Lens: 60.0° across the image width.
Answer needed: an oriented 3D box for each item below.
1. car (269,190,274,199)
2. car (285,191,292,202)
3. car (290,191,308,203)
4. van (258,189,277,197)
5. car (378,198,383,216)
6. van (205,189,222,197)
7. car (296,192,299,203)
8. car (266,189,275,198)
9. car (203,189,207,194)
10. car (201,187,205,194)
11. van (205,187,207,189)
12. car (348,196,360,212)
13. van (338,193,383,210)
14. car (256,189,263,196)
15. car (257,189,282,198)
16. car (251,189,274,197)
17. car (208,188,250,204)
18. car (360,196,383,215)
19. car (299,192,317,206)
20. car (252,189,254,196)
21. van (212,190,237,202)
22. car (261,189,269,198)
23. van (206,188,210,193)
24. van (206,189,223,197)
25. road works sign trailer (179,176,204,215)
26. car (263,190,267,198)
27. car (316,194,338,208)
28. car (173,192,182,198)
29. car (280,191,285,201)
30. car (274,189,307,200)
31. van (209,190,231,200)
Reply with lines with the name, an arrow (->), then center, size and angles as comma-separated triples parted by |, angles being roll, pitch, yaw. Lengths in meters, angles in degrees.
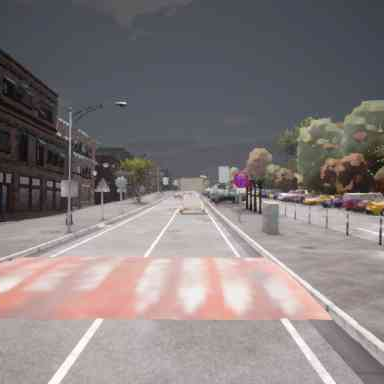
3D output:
car -> 18.789, 0.848, 66.956 | 5.008, 1.535, 2.097 | 0, 1, 0
car -> 18.815, 1.016, 55.853 | 5.008, 1.535, 2.097 | 0, 1, 0
car -> 18.820, 1.058, 53.077 | 4.892, 1.521, 2.231 | 0, 1, 0
van -> 18.888, 0.296, 83.608 | 4.442, 1.987, 1.878 | 0, 1, 0
car -> 18.845, 1.472, 28.101 | 4.674, 1.452, 2.002 | 0, 1, 0
van -> 5.802, 0.181, 88.631 | 4.442, 1.987, 1.878 | 0, 1, 0
car -> 18.846, 1.128, 50.303 | 4.792, 1.488, 2.163 | 0, 1, 0
car -> 18.975, 0.798, 69.733 | 5.366, 1.575, 1.946 | 0, 1, 0
car -> 5.707, 0.656, 77.423 | 4.892, 1.521, 2.231 | 0, 1, 0
car -> 5.665, 0.283, 83.024 | 5.566, 2.045, 2.435 | 0, 1, 0
van -> 5.813, 0.372, 80.225 | 4.442, 1.987, 1.878 | 0, 1, 0
car -> 18.837, 1.388, 33.653 | 4.674, 1.452, 2.002 | 0, 1, 0
van -> 18.953, 1.080, 36.423 | 4.442, 1.987, 1.878 | 0, 1, 0
car -> 18.751, 0.392, 78.056 | 5.566, 2.045, 2.435 | 0, 1, 0
car -> 18.804, 0.334, 80.832 | 5.566, 2.045, 2.435 | 0, 1, 0
car -> 18.793, 0.144, 89.157 | 5.566, 2.045, 2.435 | 0, 1, 0
car -> 5.707, 0.818, 52.186 | 5.566, 2.045, 2.435 | 0, 1, 0
car -> 18.839, 1.389, 30.875 | 5.008, 1.535, 2.097 | 0, 1, 0
car -> 18.635, 1.137, 47.527 | 5.366, 1.575, 1.946 | 0, 1, 0
car -> 18.954, 0.456, 86.387 | 5.366, 1.575, 1.946 | 0, 1, 0
van -> 5.840, 0.718, 60.596 | 4.442, 1.987, 1.878 | 0, 1, 0
car -> 18.812, 0.729, 75.287 | 4.792, 1.488, 2.163 | 0, 1, 0
van -> 5.599, 0.633, 66.205 | 4.442, 1.987, 1.878 | 0, 1, 0
van -> 5.805, 0.244, 85.829 | 4.442, 1.987, 1.878 | 0, 1, 0
road works sign trailer -> -0.035, 0.271, 32.438 | 2.380, 3.560, 2.880 | -1, 1, 0
car -> 18.757, 0.784, 72.504 | 4.792, 1.488, 2.163 | 0, 1, 0
car -> 18.800, 1.253, 41.977 | 4.792, 1.488, 2.163 | 0, 1, 0
car -> -3.251, 0.733, 75.885 | 1.895, 1.301, 4.718 | 0, 1, 0
car -> 18.811, 0.974, 58.629 | 5.008, 1.535, 2.097 | 0, 1, 0
car -> 18.773, 0.682, 61.400 | 5.566, 2.045, 2.435 | 0, 1, 0
van -> 5.828, 0.587, 69.007 | 4.442, 1.987, 1.878 | 0, 1, 0
